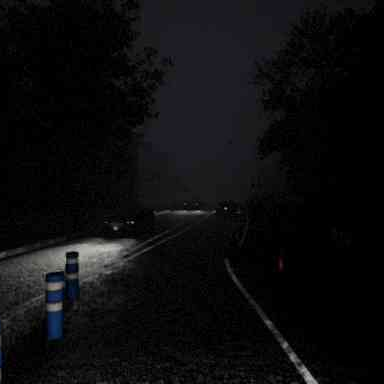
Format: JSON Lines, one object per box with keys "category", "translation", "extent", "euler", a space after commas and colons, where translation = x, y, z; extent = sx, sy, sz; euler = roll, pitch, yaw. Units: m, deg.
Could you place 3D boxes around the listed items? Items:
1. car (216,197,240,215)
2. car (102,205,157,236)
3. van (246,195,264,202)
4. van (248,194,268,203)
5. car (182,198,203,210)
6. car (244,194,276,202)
{"category": "car", "translation": [3.399, 1.469, 32.361], "extent": [1.994, 1.385, 4.181], "euler": [0, 0, 9]}
{"category": "car", "translation": [-3.321, 1.477, 18.515], "extent": [2.128, 1.511, 4.902], "euler": [0, 0, 9]}
{"category": "van", "translation": [17.325, 1.845, 91.537], "extent": [4.442, 1.987, 1.878], "euler": [1, -1, -13]}
{"category": "van", "translation": [15.823, 1.616, 79.792], "extent": [4.442, 1.987, 1.878], "euler": [1, -1, -13]}
{"category": "car", "translation": [0.200, 1.407, 39.960], "extent": [1.812, 1.442, 4.674], "euler": [0, 0, 9]}
{"category": "car", "translation": [14.233, 1.341, 68.033], "extent": [5.566, 2.045, 2.435], "euler": [1, -1, -13]}
